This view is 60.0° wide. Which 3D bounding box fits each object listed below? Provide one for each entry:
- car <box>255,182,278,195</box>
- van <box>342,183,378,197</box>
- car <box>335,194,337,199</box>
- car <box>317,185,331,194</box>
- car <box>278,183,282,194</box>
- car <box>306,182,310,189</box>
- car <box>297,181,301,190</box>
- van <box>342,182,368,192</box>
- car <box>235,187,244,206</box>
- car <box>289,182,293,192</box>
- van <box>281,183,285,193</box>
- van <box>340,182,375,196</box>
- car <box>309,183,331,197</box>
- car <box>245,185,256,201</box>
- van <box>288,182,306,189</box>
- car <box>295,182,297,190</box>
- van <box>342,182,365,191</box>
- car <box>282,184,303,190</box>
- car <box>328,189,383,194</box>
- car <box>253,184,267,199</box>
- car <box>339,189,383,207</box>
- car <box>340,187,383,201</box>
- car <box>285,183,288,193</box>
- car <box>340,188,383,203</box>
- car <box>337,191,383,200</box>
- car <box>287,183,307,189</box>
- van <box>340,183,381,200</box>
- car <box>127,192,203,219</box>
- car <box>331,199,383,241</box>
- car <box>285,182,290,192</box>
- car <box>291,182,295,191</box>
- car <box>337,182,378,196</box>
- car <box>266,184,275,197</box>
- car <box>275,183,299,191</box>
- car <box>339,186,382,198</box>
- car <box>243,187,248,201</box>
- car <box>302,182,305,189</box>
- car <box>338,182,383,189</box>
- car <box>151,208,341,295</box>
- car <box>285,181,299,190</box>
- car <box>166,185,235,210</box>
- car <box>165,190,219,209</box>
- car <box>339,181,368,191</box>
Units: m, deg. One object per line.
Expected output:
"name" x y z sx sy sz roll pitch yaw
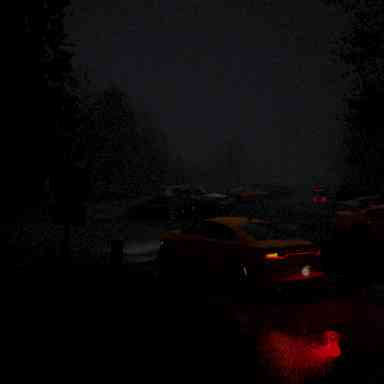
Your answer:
"car" 9.409 -0.251 47.378 4.553 1.767 2.185 1 2 24
"van" 23.662 -0.327 46.954 4.442 1.987 1.878 1 2 24
"car" 11.004 1.111 19.282 4.792 1.488 2.163 1 3 24
"car" 22.545 -0.463 56.776 1.882 1.535 5.008 1 2 24
"car" 10.548 -0.190 49.911 4.792 1.488 2.163 1 2 24
"car" 26.528 -1.751 85.307 5.566 2.045 2.435 1 2 24
"car" 19.484 -0.957 70.230 5.366 1.575 1.946 1 2 24
"van" 31.687 -0.969 64.734 4.442 1.987 1.878 1 2 24
"car" 1.562 0.644 29.629 5.366 1.575 1.946 1 3 24
"car" 15.060 -0.557 60.051 4.792 1.488 2.163 1 2 24
"van" 11.769 -0.535 52.395 4.442 1.987 1.878 1 2 24
"van" 24.588 -0.422 49.574 4.442 1.987 1.878 1 2 24
"car" 18.310 -0.109 47.396 2.128 1.511 4.902 1 2 24
"car" 3.507 0.407 34.837 5.366 1.575 1.946 1 3 24
"van" 28.672 -1.836 90.413 4.442 1.987 1.878 1 1 24
"car" 17.376 -0.767 65.093 4.892 1.521 2.231 1 2 24
"van" 36.243 -1.334 74.828 4.442 1.987 1.878 1 2 24
"car" 24.221 -1.277 80.270 4.674 1.452 2.002 1 2 24
"car" 13.140 0.845 24.390 5.366 1.575 1.946 1 3 24
"car" 5.840 0.174 40.003 5.366 1.575 1.946 1 3 24
"car" 16.699 0.535 31.893 4.792 1.488 2.163 1 3 24
"car" 20.166 0.209 39.432 4.792 1.488 2.163 1 2 24
"car" 12.777 -0.374 54.993 4.792 1.488 2.163 1 2 24
"car" 19.081 0.308 37.028 4.792 1.488 2.163 1 3 24
"car" 9.971 1.067 16.841 4.553 1.767 2.185 1 3 24
"car" 27.659 -1.531 87.823 4.792 1.488 2.163 1 2 24
"van" 21.172 -0.145 41.986 4.442 1.987 1.878 1 2 24
"car" -2.058 1.020 22.134 4.792 1.488 2.163 1 3 24
"car" 8.799 1.307 14.338 5.008 1.535 2.097 1 3 24
"car" 13.919 -0.465 57.522 4.792 1.488 2.163 1 2 24
"car" 16.060 -0.683 62.643 5.366 1.575 1.946 1 2 24
"car" 25.808 -0.537 52.059 5.566 2.045 2.435 1 2 24
"car" 7.269 0.075 42.267 5.366 1.575 1.946 1 3 24
"car" 20.766 -1.169 72.691 4.553 1.767 2.185 1 2 24
"car" 22.421 -0.012 44.485 5.008 1.535 2.097 1 2 24
"car" 2.541 0.530 32.231 4.892 1.521 2.231 1 3 24
"car" 23.073 -1.226 77.743 5.008 1.535 2.097 1 2 24
"car" 15.612 0.370 29.335 5.566 2.045 2.435 1 3 24
"car" 0.915 1.374 8.545 1.882 1.535 5.008 2 -1 -31
"car" 18.506 -0.859 67.628 4.892 1.521 2.231 1 2 24
"car" 0.277 0.510 27.154 5.566 2.045 2.435 1 3 24
"car" -0.885 0.876 24.647 5.008 1.535 2.097 1 3 24
"car" 34.972 -1.271 72.362 5.566 2.045 2.435 1 2 24
